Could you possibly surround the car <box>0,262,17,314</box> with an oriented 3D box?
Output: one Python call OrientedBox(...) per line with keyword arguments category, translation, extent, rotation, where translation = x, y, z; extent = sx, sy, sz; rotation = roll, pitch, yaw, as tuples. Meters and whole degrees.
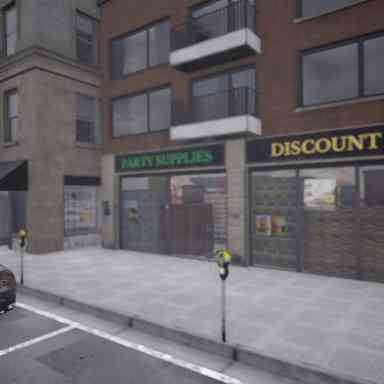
OrientedBox(category="car", translation=(-5.092, 1.645, 6.459), extent=(4.403, 1.369, 2.008), rotation=(-1, 0, 36))
